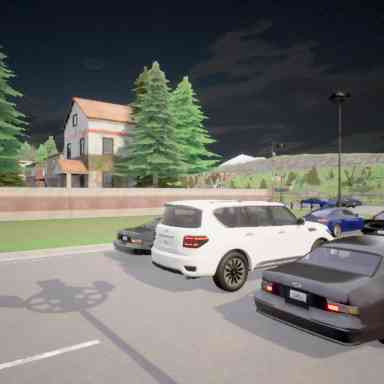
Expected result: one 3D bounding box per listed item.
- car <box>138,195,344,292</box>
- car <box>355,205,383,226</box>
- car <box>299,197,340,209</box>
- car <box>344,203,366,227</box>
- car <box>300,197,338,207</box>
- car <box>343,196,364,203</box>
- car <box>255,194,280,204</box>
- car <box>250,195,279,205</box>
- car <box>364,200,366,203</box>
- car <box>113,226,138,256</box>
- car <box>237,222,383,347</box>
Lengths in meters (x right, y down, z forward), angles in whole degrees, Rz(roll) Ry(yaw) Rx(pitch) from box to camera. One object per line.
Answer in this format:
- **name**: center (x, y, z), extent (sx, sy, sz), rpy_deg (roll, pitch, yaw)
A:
- **car**: center (1.587, 1.221, 9.178), extent (5.566, 2.045, 2.150), rpy_deg (0, 0, -36)
- **car**: center (9.678, 1.478, 14.937), extent (5.008, 1.535, 1.882), rpy_deg (0, 0, -35)
- **car**: center (17.348, 1.478, 45.481), extent (1.882, 1.535, 5.008), rpy_deg (0, 0, -36)
- **car**: center (7.671, 1.526, 17.804), extent (4.674, 1.442, 1.812), rpy_deg (0, 0, -35)
- **car**: center (20.299, 1.547, 53.351), extent (2.033, 1.411, 5.357), rpy_deg (0, 0, -36)
- **car**: center (20.713, 1.548, 46.818), extent (2.033, 1.411, 5.357), rpy_deg (0, 0, -36)
- **car**: center (15.084, 1.351, 66.673), extent (2.097, 1.767, 4.553), rpy_deg (0, 0, -35)
- **car**: center (12.602, 1.351, 58.045), extent (2.097, 1.767, 4.553), rpy_deg (0, 0, -36)
- **car**: center (25.070, 1.351, 52.728), extent (2.097, 1.767, 4.553), rpy_deg (0, 0, -36)
- **car**: center (-0.133, 1.547, 12.243), extent (5.357, 1.411, 2.033), rpy_deg (0, 0, -36)
- **car**: center (3.566, 1.547, 6.289), extent (5.357, 1.411, 2.033), rpy_deg (0, 0, -36)
